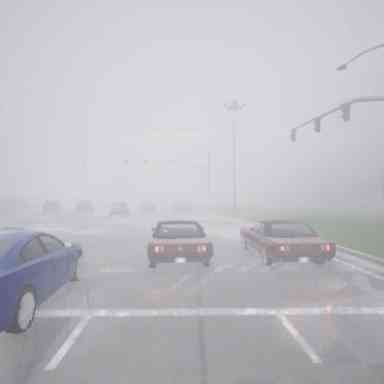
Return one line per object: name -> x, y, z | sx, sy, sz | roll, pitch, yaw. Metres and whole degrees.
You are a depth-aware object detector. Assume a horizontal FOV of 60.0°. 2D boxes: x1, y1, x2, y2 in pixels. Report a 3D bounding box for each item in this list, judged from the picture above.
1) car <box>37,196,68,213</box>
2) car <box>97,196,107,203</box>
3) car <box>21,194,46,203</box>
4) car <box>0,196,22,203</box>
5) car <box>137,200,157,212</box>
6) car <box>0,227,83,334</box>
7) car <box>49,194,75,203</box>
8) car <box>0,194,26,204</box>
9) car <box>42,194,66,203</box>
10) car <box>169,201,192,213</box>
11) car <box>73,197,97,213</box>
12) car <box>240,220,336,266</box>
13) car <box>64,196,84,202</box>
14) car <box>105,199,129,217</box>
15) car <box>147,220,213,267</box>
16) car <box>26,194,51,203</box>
car -> -15.876, 1.604, 38.149 | 2.128, 1.511, 4.902 | 0, 0, -15
car -> -21.021, 1.737, 76.118 | 4.674, 1.442, 1.812 | 0, 0, 43
car -> -37.553, 1.463, 78.683 | 5.566, 2.045, 2.150 | 0, 0, 22
car -> -41.860, 1.762, 76.648 | 4.902, 1.511, 2.128 | 0, 0, 18
car -> -5.486, 1.631, 39.900 | 1.812, 1.442, 4.674 | 0, 0, -15
car -> -3.683, 1.499, 6.766 | 1.882, 1.535, 5.008 | 0, 0, -3
car -> -28.795, 1.754, 73.438 | 5.357, 1.411, 2.033 | 0, 0, 36
car -> -37.547, 1.443, 70.843 | 5.566, 2.045, 2.150 | 0, 0, 29
car -> -33.434, 1.463, 80.566 | 5.566, 2.045, 2.150 | 0, 0, 25
car -> -1.394, 1.698, 38.255 | 1.895, 1.301, 4.718 | 0, 0, -14
car -> -12.333, 1.614, 38.445 | 1.837, 1.490, 4.892 | 0, 0, -15
car -> 3.018, 1.627, 11.628 | 1.895, 1.301, 4.718 | 0, 0, -4
car -> -29.167, 1.762, 82.130 | 4.902, 1.511, 2.128 | 0, 0, 29
car -> -7.083, 1.635, 32.184 | 2.033, 1.411, 5.357 | 0, 0, -13
car -> -0.486, 1.631, 11.554 | 1.895, 1.301, 4.718 | 0, 0, -4
car -> -32.819, 1.441, 72.032 | 5.566, 2.045, 2.150 | 0, 0, 32
